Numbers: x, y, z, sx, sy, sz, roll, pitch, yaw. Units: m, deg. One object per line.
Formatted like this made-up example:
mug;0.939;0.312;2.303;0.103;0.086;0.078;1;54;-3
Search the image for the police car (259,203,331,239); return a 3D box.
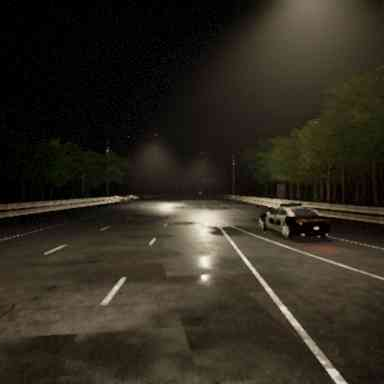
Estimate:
police car;5.053;1.399;17.238;1.930;1.638;5.238;0;0;-10
